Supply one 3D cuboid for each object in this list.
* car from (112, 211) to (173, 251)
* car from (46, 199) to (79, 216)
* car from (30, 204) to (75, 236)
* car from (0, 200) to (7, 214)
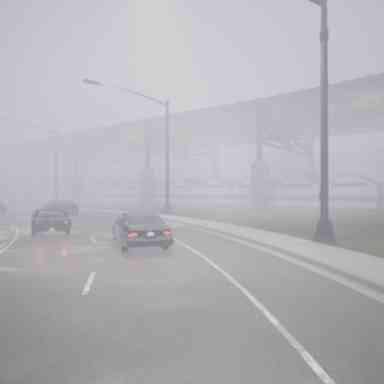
[{"bbox_3d":[-2.244,1.512,13.983,2.033,1.411,5.357,0,0,-19],"label":"car"},{"bbox_3d":[-12.062,1.417,30.310,1.882,1.535,5.008,0,0,-42],"label":"car"},{"bbox_3d":[-7.945,1.565,18.530,1.895,1.301,4.718,0,0,-26],"label":"car"},{"bbox_3d":[-20.081,1.457,32.951,4.892,1.490,1.837,1,0,40],"label":"car"}]
